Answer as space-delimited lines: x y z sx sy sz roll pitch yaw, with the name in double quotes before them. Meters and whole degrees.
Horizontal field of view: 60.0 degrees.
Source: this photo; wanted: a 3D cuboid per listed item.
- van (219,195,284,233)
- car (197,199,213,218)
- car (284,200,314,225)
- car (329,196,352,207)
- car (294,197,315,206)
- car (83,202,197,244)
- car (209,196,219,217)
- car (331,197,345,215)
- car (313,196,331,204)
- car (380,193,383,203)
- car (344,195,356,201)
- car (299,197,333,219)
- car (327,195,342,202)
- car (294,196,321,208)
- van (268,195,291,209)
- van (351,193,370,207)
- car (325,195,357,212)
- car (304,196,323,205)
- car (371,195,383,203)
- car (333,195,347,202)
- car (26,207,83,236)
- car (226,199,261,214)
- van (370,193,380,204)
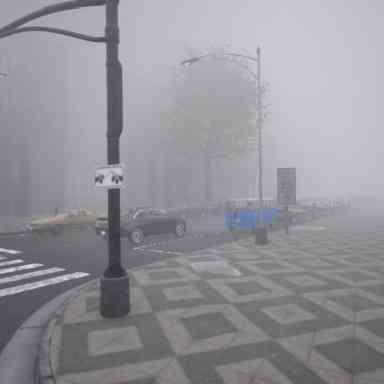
"van" 3.387 1.213 18.387 1.690 1.788 3.998 -1 0 36
"car" -0.501 1.552 27.571 1.887 1.381 4.507 -1 0 36
"car" 6.552 1.422 22.779 1.947 1.339 4.313 -1 0 36
"car" 21.800 1.376 48.698 2.033 1.411 5.357 -1 -1 36
"car" 18.036 1.492 53.327 1.947 1.339 4.313 -1 0 36
"car" -2.169 1.429 15.395 2.128 1.511 4.902 -1 -1 36
"car" 2.585 1.307 31.865 2.192 1.841 5.009 -1 0 36
"car" 12.877 1.409 31.567 1.802 1.307 4.206 -1 0 36
"car" 24.215 1.454 61.914 2.008 1.369 4.403 -1 -1 36
"car" 31.947 1.275 58.067 1.752 1.417 4.829 -1 -1 36
"car" 39.522 1.402 83.184 2.008 1.369 4.403 -1 -1 36
"car" 9.714 1.386 27.173 1.887 1.381 4.507 -1 0 36
"car" 29.981 1.433 69.927 2.008 1.369 4.403 -1 -1 36
"car" 15.958 1.387 45.717 2.128 1.511 4.902 -1 -1 36
"van" 11.854 1.293 44.744 1.690 1.788 3.998 -1 0 36
"van" 22.359 1.128 44.749 1.690 1.788 3.998 -1 0 36
"car" 16.038 1.364 35.960 2.008 1.369 4.403 -1 0 36
"car" 21.026 1.440 57.483 1.752 1.417 4.829 -1 -1 36
"car" 35.011 1.305 62.322 1.947 1.339 4.313 -1 -1 36
"car" 33.162 1.416 74.345 1.887 1.381 4.507 -1 -1 36
"car" -6.786 1.564 18.849 1.752 1.417 4.829 -1 0 36
"car" 5.678 1.529 36.157 2.008 1.369 4.403 -1 0 36
"van" 28.684 1.103 53.537 1.690 1.788 3.998 -1 -1 36
